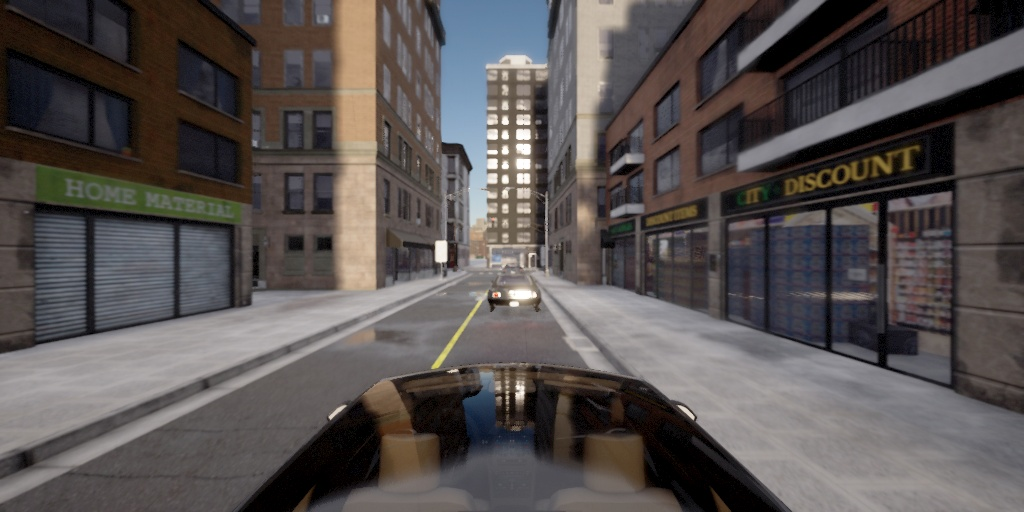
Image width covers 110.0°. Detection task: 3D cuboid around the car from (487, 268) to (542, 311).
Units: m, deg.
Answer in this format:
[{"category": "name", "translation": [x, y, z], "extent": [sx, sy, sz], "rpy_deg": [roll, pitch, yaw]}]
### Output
[{"category": "car", "translation": [0.091, 1.342, 14.327], "extent": [1.895, 1.301, 4.718], "rpy_deg": [0, 0, 0]}]

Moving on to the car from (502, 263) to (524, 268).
[{"category": "car", "translation": [0.089, 1.296, 31.246], "extent": [1.994, 1.385, 4.181], "rpy_deg": [0, 0, 0]}]
